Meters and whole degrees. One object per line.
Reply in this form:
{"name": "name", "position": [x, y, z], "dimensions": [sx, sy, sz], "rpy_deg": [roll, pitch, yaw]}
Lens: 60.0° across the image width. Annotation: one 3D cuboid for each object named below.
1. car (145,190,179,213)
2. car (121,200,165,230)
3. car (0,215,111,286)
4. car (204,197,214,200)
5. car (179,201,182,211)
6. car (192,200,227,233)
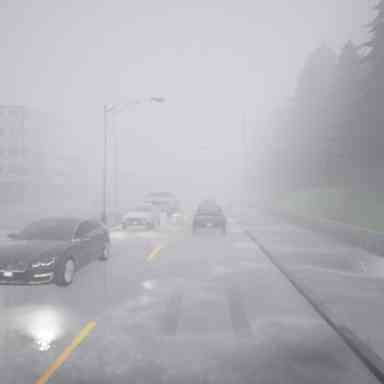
{"name": "car", "position": [-2.651, 0.828, 28.093], "dimensions": [2.150, 2.045, 5.566], "rpy_deg": [1, 0, 3]}
{"name": "car", "position": [-3.095, 1.474, 21.126], "dimensions": [1.812, 1.442, 4.674], "rpy_deg": [1, 0, 3]}
{"name": "car", "position": [-3.698, 1.455, 9.334], "dimensions": [1.837, 1.490, 4.892], "rpy_deg": [1, 0, 3]}
{"name": "car", "position": [2.261, 1.499, 44.349], "dimensions": [1.837, 1.490, 4.892], "rpy_deg": [1, 0, 3]}
{"name": "car", "position": [-2.216, 1.494, 37.380], "dimensions": [2.033, 1.411, 5.357], "rpy_deg": [1, 0, 3]}
{"name": "car", "position": [1.020, 1.489, 19.644], "dimensions": [2.128, 1.511, 4.902], "rpy_deg": [1, 0, 3]}
